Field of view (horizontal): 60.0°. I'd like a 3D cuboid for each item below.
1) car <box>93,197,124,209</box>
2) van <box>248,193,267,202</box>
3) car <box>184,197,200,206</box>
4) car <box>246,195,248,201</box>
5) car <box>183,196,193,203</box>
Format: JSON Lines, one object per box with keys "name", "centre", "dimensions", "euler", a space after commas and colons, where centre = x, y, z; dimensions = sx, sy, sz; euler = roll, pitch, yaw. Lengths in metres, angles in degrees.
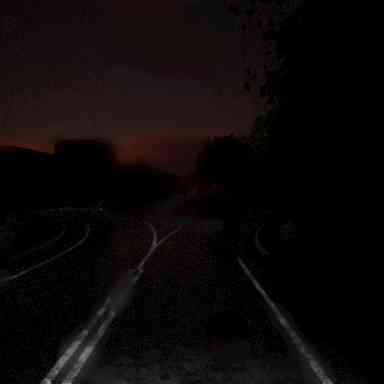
{"name": "car", "centre": [-12.064, 1.481, 47.979], "dimensions": [2.097, 1.767, 4.553], "euler": [-1, -1, 36]}
{"name": "van", "centre": [18.156, 1.874, 89.587], "dimensions": [4.442, 1.987, 1.878], "euler": [0, 1, 1]}
{"name": "car", "centre": [-0.053, 1.844, 60.737], "dimensions": [2.033, 1.411, 5.357], "euler": [0, 0, -14]}
{"name": "car", "centre": [18.359, 2.092, 92.360], "dimensions": [4.792, 1.488, 2.163], "euler": [0, 1, 1]}
{"name": "car", "centre": [-0.875, 1.786, 77.170], "dimensions": [2.128, 1.511, 4.902], "euler": [0, 0, 1]}
